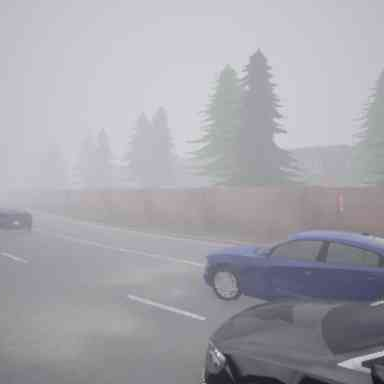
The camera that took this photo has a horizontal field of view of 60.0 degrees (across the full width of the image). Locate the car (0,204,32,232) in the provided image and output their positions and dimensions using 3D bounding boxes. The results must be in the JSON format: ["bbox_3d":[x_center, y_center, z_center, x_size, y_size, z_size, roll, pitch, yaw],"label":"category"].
[{"bbox_3d":[-10.708,1.442,19.008,1.882,1.535,5.008,0,0,-42],"label":"car"}]

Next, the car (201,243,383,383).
[{"bbox_3d":[2.347,1.516,2.436,4.902,1.511,2.128,0,0,35],"label":"car"}]

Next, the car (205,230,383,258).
[{"bbox_3d":[2.535,1.510,6.642,5.008,1.535,1.882,0,0,37],"label":"car"}]
